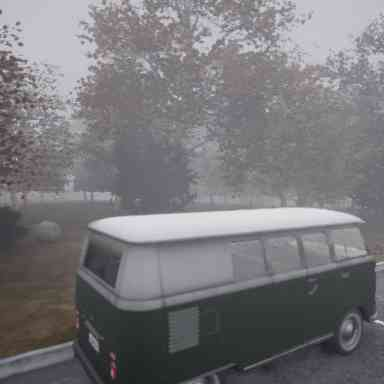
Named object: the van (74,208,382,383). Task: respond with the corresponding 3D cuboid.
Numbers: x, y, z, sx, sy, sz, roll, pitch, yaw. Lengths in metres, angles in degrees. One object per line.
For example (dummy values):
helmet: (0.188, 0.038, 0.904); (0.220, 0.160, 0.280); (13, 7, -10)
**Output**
van: (0.812, 1.254, 4.606); (4.442, 1.987, 1.878); (0, 1, -33)
